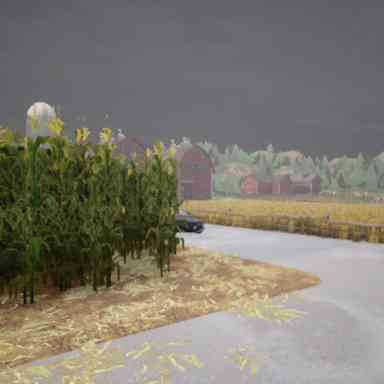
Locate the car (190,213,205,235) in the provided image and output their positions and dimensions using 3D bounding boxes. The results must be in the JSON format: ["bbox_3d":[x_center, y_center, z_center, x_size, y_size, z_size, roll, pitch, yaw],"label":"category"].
[{"bbox_3d":[-1.270,1.573,19.116,1.882,1.535,5.008,0,0,-35],"label":"car"}]

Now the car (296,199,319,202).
[{"bbox_3d":[23.983,2.092,68.531,1.895,1.301,4.718,0,0,-36],"label":"car"}]
